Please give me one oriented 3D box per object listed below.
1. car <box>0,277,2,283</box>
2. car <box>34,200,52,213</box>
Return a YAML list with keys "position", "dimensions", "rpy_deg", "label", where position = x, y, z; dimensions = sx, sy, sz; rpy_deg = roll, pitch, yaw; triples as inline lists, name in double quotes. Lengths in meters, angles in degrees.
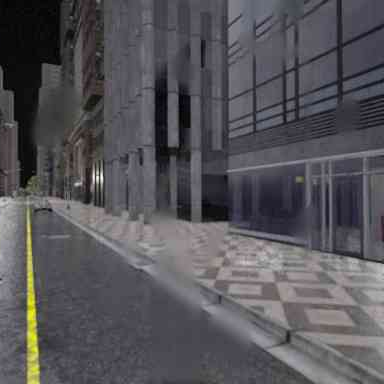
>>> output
- position: [-3.974, 1.522, 4.803]
  dimensions: [1.837, 1.490, 4.892]
  rpy_deg: [0, 0, -26]
  label: "car"
- position: [-17.948, 1.701, 40.051]
  dimensions: [2.033, 1.411, 5.357]
  rpy_deg: [0, 0, -27]
  label: "car"
